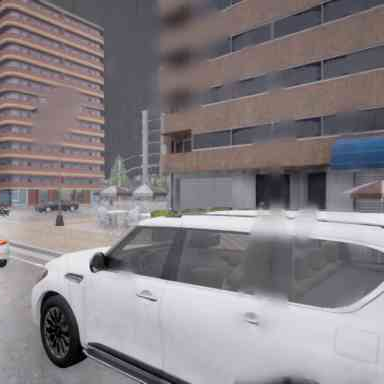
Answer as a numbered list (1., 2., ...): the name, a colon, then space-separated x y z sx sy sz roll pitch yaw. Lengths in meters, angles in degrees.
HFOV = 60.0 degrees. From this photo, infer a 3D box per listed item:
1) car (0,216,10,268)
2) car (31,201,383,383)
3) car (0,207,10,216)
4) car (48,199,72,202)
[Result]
1. car: -7.195 1.525 10.141 4.674 1.442 1.812 0 0 40
2. car: 0.288 1.221 3.983 5.566 2.045 2.150 0 0 39
3. car: -18.497 1.579 28.995 4.674 1.442 1.812 0 0 -44
4. car: -15.470 1.559 38.154 1.837 1.490 4.892 0 0 40
